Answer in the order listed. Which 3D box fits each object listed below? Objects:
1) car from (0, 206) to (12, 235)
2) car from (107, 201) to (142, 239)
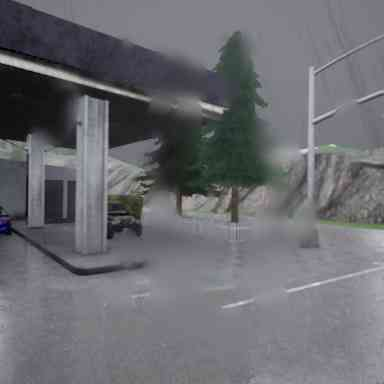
[{"bbox_3d":[-11.506,1.521,18.585,2.242,1.667,4.611,1,0,-36],"label":"car"},{"bbox_3d":[-4.375,1.447,18.378,1.905,1.878,3.866,1,0,-36],"label":"car"}]
